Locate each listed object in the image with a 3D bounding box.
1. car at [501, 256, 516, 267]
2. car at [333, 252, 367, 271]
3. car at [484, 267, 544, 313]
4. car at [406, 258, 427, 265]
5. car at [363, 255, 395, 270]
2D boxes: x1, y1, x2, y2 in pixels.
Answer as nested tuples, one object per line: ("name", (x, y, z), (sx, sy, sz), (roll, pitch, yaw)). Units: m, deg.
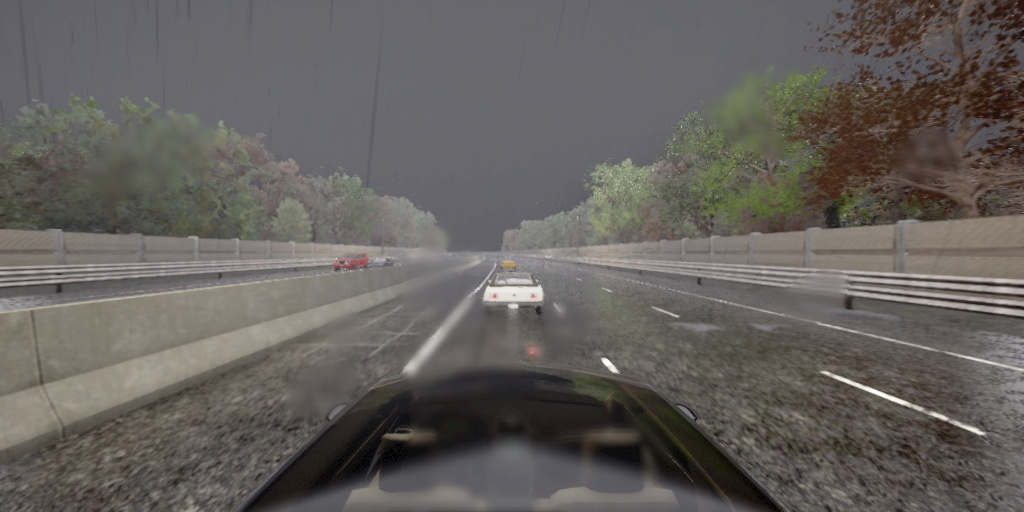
("car", (-0.482, 0.810, 45.672), (1.801, 1.575, 5.366), (0, 1, -1))
("car", (-18.042, 0.620, 40.615), (2.150, 2.045, 5.566), (0, 1, -1))
("car", (0.049, 1.246, 13.284), (1.895, 1.301, 4.718), (0, 1, 0))
("car", (-11.074, 0.949, 42.143), (1.994, 1.385, 4.181), (0, 1, -1))
("car", (-14.530, 0.929, 40.051), (1.812, 1.442, 4.674), (0, 1, -1))
